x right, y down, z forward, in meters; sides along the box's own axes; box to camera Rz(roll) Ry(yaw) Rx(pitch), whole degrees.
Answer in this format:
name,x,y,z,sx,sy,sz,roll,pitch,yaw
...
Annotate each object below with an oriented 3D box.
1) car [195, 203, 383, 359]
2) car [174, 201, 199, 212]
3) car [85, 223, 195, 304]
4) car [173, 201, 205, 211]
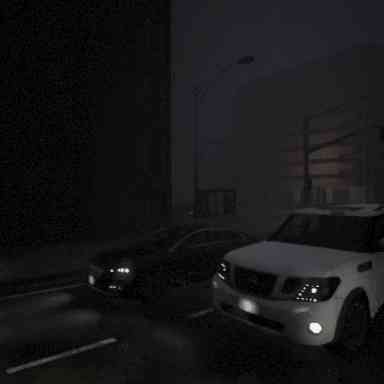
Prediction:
name,x,y,z,sx,sy,sz,roll,pitch,yaw
car,2.934,1.275,6.475,5.566,2.045,2.150,0,-1,-39
car,-0.714,2.069,46.342,1.994,1.385,4.181,0,-1,-40
car,-0.176,1.577,8.474,4.902,1.511,2.128,0,-1,-39
car,-0.523,2.102,51.572,2.033,1.411,5.357,0,-1,-40
